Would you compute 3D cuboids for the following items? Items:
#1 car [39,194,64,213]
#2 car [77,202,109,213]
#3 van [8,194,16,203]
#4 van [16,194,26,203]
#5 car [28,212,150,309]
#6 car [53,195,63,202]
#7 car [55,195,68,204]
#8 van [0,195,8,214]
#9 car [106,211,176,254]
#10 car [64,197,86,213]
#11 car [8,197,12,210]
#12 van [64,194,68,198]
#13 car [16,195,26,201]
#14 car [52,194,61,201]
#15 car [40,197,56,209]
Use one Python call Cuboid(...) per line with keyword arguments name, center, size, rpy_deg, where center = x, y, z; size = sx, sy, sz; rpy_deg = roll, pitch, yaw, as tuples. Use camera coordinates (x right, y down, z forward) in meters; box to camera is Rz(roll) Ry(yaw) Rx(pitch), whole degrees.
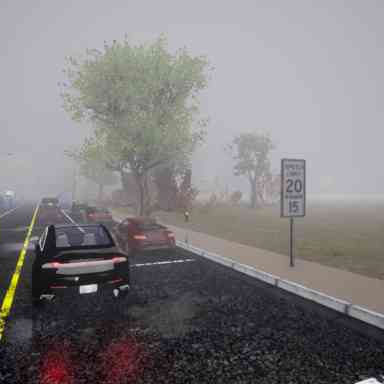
Cuboid(name="car", center=(-15.404, 1.331, 36.131), size=(2.097, 1.767, 4.553), rpy_deg=(0, 0, -24))
Cuboid(name="car", center=(-6.525, 1.563, 22.742), size=(1.802, 1.307, 4.206), rpy_deg=(-1, 0, -24))
Cuboid(name="van", center=(-25.124, 1.327, 44.611), size=(1.690, 1.788, 3.998), rpy_deg=(-1, 0, -24))
Cuboid(name="van", center=(-36.515, 1.313, 69.904), size=(1.690, 1.788, 3.998), rpy_deg=(-1, 0, -24))
Cuboid(name="car", center=(-2.817, 1.486, 8.058), size=(2.128, 1.511, 4.902), rpy_deg=(0, 0, -24))
Cuboid(name="car", center=(-31.642, 1.517, 78.280), size=(1.947, 1.339, 4.313), rpy_deg=(-1, 0, -24))
Cuboid(name="car", center=(-24.816, 1.401, 63.121), size=(1.967, 1.590, 4.097), rpy_deg=(-1, 0, -24))
Cuboid(name="van", center=(-20.567, 1.332, 34.495), size=(1.690, 1.788, 3.998), rpy_deg=(-1, 0, -24))
Cuboid(name="car", center=(-1.940, 1.569, 12.650), size=(1.802, 1.307, 4.206), rpy_deg=(-1, 0, -24))
Cuboid(name="car", center=(-11.161, 1.527, 32.808), size=(2.008, 1.369, 4.403), rpy_deg=(-1, 0, -24))
Cuboid(name="car", center=(-22.842, 1.570, 39.554), size=(1.802, 1.307, 4.206), rpy_deg=(-1, 0, -24))
Cuboid(name="van", center=(-22.542, 1.304, 58.068), size=(1.690, 1.788, 3.998), rpy_deg=(-1, 0, -24))
Cuboid(name="car", center=(-41.070, 1.511, 80.022), size=(1.887, 1.381, 4.507), rpy_deg=(-1, 0, -24))
Cuboid(name="car", center=(-33.919, 1.389, 83.331), size=(1.967, 1.590, 4.097), rpy_deg=(-1, 0, -24))
Cuboid(name="car", center=(-19.669, 1.452, 45.472), size=(1.882, 1.535, 5.008), rpy_deg=(0, 0, -24))
